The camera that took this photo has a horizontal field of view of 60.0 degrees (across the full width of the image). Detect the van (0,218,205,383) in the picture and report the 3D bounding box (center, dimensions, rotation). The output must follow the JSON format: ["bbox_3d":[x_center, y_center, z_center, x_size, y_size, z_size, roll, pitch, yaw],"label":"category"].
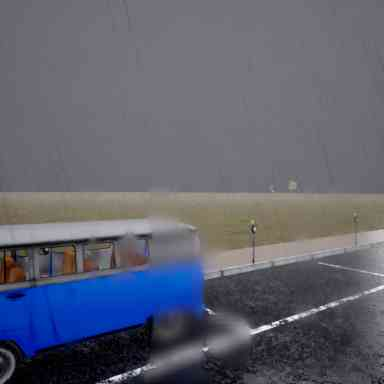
[{"bbox_3d":[-1.696,1.341,4.875,3.998,1.788,1.690,0,1,-36],"label":"van"}]
